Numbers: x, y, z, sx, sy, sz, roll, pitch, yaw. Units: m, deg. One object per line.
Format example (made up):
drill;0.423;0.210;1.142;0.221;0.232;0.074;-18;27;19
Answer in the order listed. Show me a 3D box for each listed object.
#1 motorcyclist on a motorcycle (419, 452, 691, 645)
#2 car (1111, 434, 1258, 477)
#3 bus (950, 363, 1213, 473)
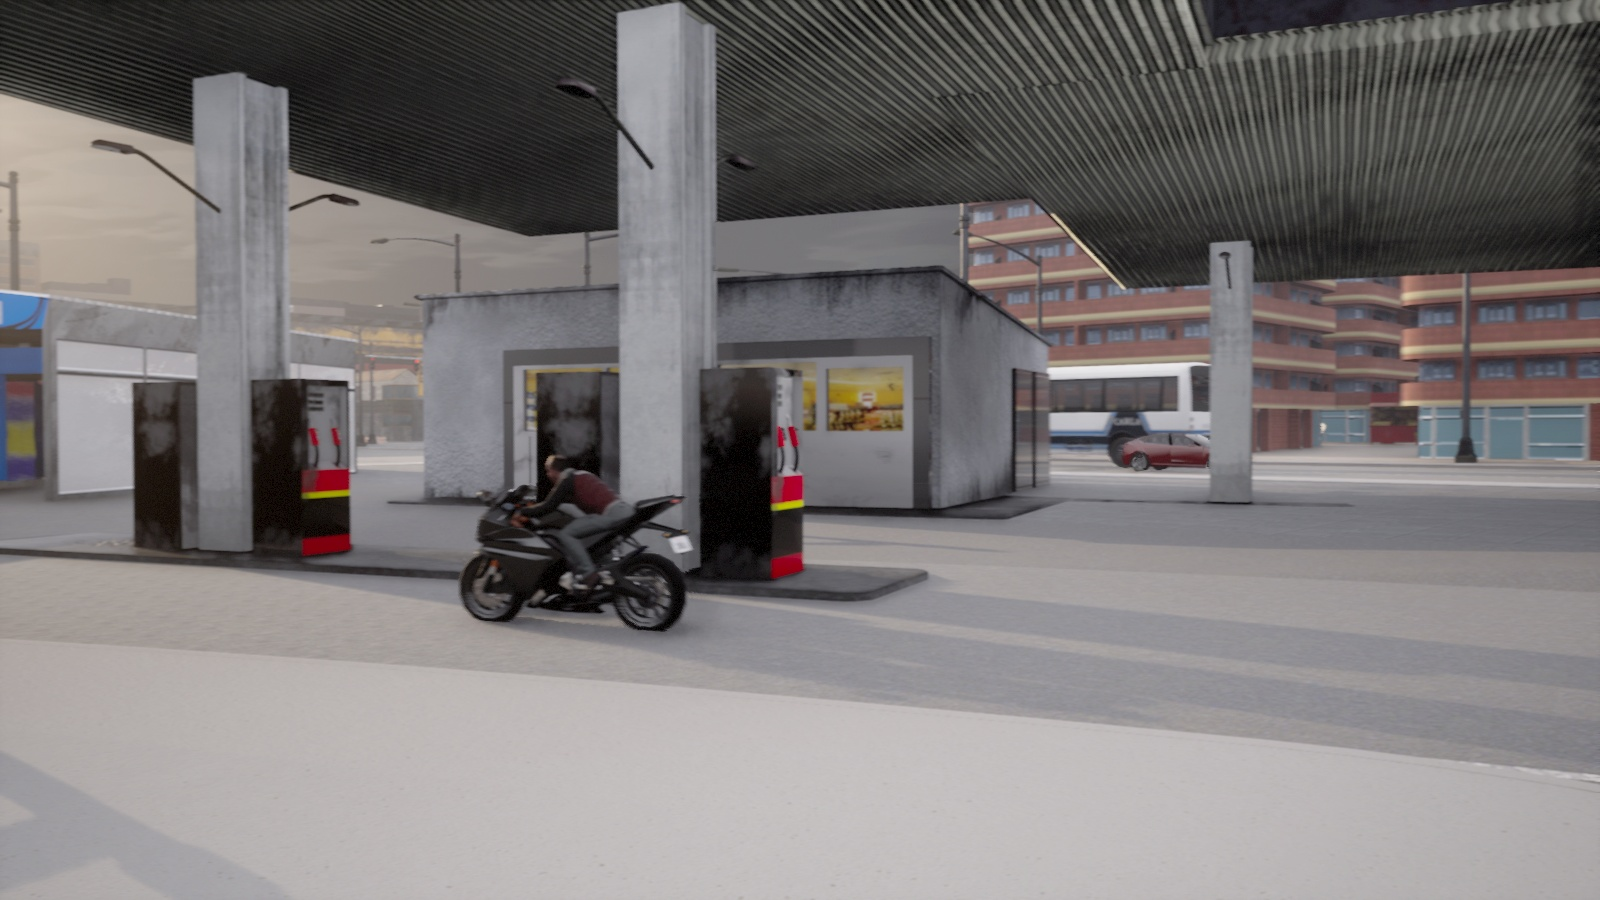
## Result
motorcyclist on a motorcycle;-2.138;0.799;10.976;2.191;1.530;0.866;1;1;20
car;14.307;0.165;46.889;4.792;1.488;2.163;1;1;41
bus;11.831;-1.347;53.628;10.273;4.253;3.944;1;1;41
